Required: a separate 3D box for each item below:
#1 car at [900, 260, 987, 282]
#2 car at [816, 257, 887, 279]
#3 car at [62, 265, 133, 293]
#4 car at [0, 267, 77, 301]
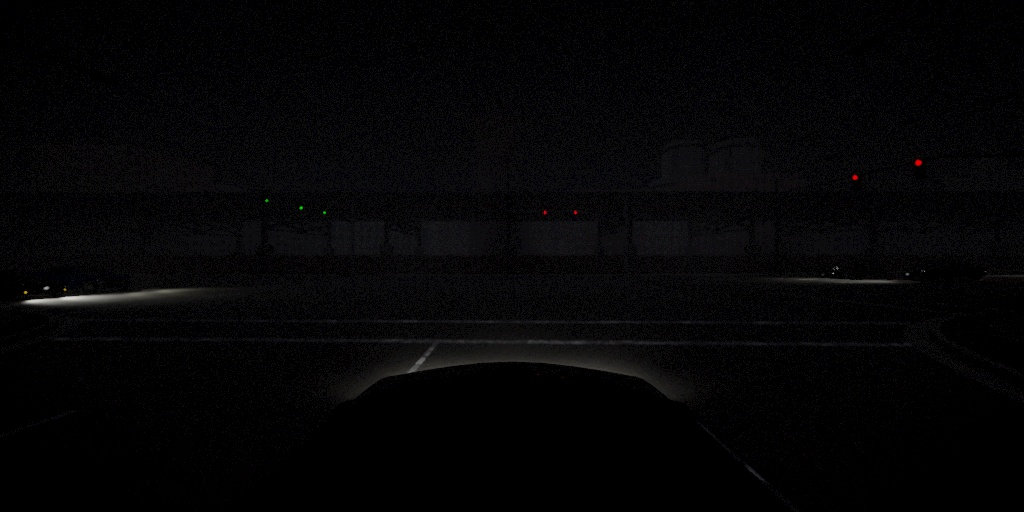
[{"bbox_3d":[31.859,1.073,26.594,4.902,1.511,2.128,-1,0,2],"label":"car"},{"bbox_3d":[28.478,0.989,30.187,4.553,1.767,2.097,-1,0,2],"label":"car"},{"bbox_3d":[-25.186,1.312,20.950,5.008,1.535,1.882,0,0,2],"label":"car"},{"bbox_3d":[-24.548,1.386,17.428,4.181,1.385,1.994,0,0,2],"label":"car"}]
